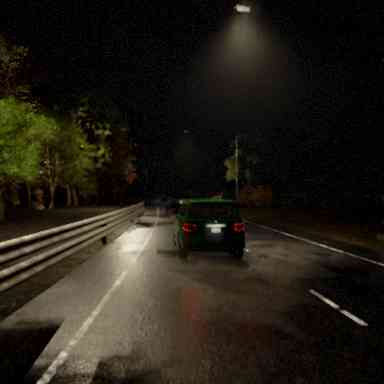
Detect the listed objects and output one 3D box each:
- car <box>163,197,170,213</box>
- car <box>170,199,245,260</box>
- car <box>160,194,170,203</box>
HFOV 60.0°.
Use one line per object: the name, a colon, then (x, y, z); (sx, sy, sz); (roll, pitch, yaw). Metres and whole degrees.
car: (-2.161, 1.645, 38.692); (1.837, 1.490, 4.892); (0, 0, -6)
car: (0.463, 1.273, 12.853); (2.150, 2.045, 5.566); (0, 0, -6)
car: (-6.354, 1.761, 79.947); (1.837, 1.490, 4.892); (0, 0, -6)
